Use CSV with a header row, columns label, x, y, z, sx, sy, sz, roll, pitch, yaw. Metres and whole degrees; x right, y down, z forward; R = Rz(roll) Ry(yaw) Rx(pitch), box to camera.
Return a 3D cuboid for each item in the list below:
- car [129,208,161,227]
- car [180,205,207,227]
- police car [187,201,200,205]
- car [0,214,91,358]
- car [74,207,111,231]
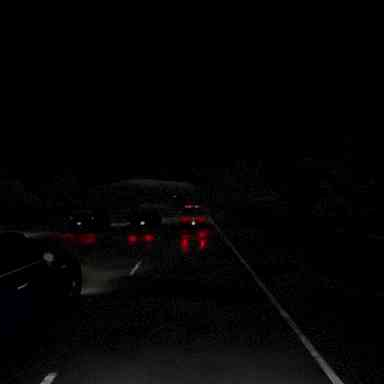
label,x,y,z,sx,sy,sz,roll,pitch,yaw
car,-3.394,1.865,25.062,1.895,1.301,4.718,0,-1,0
car,0.106,1.862,24.757,1.895,1.301,4.718,0,-1,0
police car,0.098,1.945,41.790,2.038,1.542,4.974,0,-1,0
car,-3.399,1.409,5.269,2.097,1.767,4.553,0,-1,0
car,-6.893,1.764,22.633,1.812,1.442,4.674,0,-1,0
